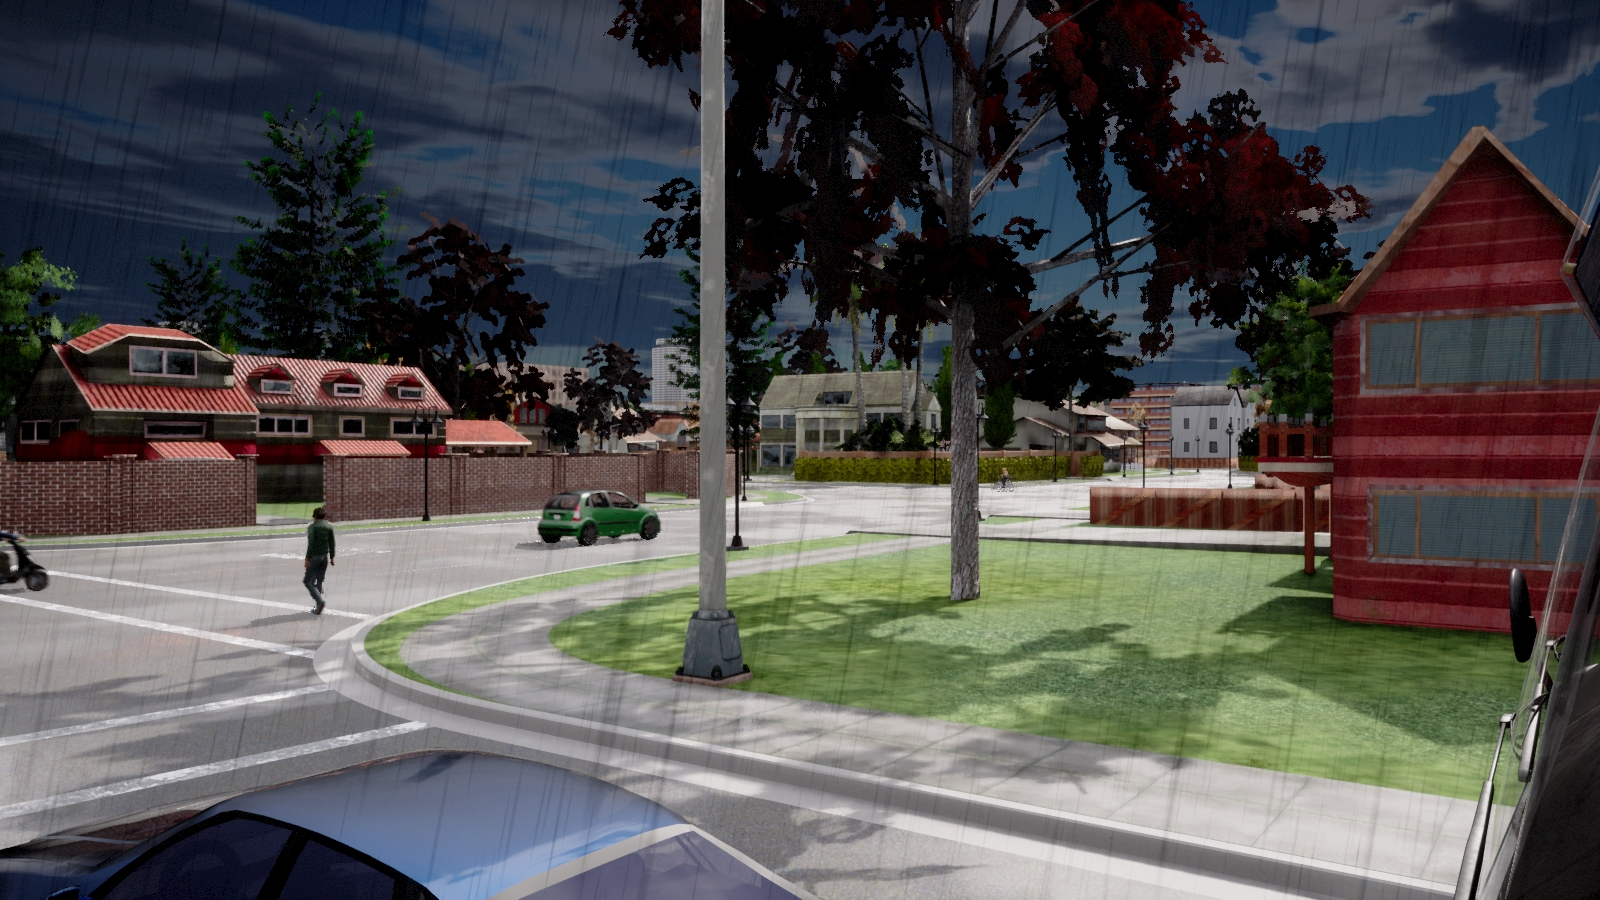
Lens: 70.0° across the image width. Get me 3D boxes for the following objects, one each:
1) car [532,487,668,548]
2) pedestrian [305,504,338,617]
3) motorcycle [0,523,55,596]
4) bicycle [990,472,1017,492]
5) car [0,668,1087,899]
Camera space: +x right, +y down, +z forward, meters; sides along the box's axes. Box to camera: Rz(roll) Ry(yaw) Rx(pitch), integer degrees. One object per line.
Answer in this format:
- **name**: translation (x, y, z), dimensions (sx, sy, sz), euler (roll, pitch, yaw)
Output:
- **car**: translation (-6.049, 1.999, 34.917), dimensions (1.851, 1.617, 3.988), euler (0, 0, 34)
- **pedestrian**: translation (-8.052, 1.848, 19.236), dimensions (0.375, 1.860, 0.375), euler (0, 0, 37)
- **motorcycle**: translation (-15.538, 2.116, 22.026), dimensions (0.856, 1.341, 1.805), euler (-2, -2, 43)
- **bicycle**: translation (13.384, 2.082, 75.124), dimensions (1.487, 1.301, 0.859), euler (0, -2, -12)
- **car**: translation (-1.713, 2.106, 4.943), dimensions (5.357, 1.411, 2.033), euler (0, 0, 36)
